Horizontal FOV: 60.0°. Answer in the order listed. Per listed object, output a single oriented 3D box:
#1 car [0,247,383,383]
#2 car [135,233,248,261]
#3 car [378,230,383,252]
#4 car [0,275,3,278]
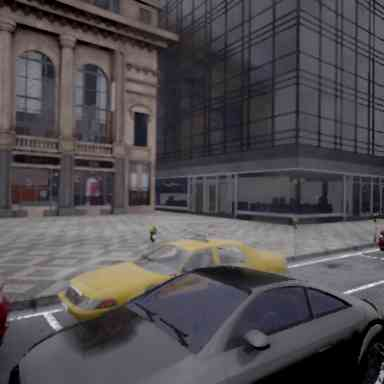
[{"bbox_3d":[0.347,1.586,3.621,4.181,1.385,1.994,1,0,-35],"label":"car"},{"bbox_3d":[-0.062,1.562,6.716,4.829,1.417,1.752,1,0,-36],"label":"car"},{"bbox_3d":[9.226,1.683,13.359,4.507,1.381,1.887,1,0,-36],"label":"car"},{"bbox_3d":[-4.499,1.531,3.542,4.507,1.381,1.887,1,0,-36],"label":"car"}]
